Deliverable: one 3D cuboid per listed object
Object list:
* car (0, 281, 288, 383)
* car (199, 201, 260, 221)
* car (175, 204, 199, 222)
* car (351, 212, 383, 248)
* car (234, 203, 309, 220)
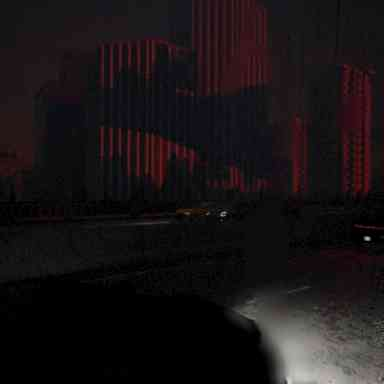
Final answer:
[{"bbox_3d":[-1.067,1.569,2.984,4.181,1.385,1.994,0,0,-35],"label":"car"},{"bbox_3d":[3.142,1.453,23.272,4.553,1.767,2.097,0,0,-34],"label":"car"},{"bbox_3d":[1.023,1.578,26.064,5.008,1.535,1.882,0,0,-34],"label":"car"},{"bbox_3d":[8.730,1.588,14.130,4.902,1.511,2.128,0,0,-34],"label":"car"},{"bbox_3d":[5.195,1.606,20.439,4.892,1.490,1.837,0,0,-34],"label":"car"}]
